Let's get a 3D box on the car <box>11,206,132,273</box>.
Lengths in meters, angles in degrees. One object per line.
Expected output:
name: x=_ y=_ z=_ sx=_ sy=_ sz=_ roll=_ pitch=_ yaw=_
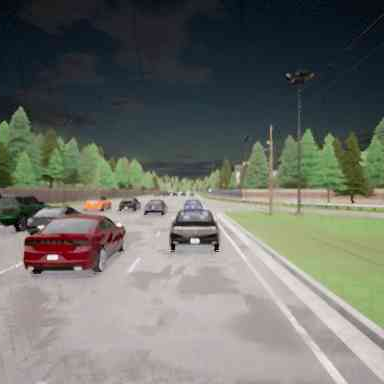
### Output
car: x=-3.399 y=1.437 z=10.578 sx=1.882 sy=1.535 sz=5.008 roll=0 pitch=0 yaw=0

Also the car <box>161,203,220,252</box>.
car: x=0.102 y=1.439 z=13.715 sx=2.128 sy=1.511 sz=4.902 roll=0 pitch=0 yaw=0

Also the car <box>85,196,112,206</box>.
car: x=-10.395 y=1.212 z=37.010 sx=2.097 sy=1.767 sz=4.553 roll=0 pitch=0 yaw=0

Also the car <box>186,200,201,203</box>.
car: x=0.104 y=1.427 z=31.895 sx=2.033 sy=1.411 sz=5.357 roll=0 pitch=0 yaw=0

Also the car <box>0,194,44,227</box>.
car: x=-10.397 y=1.146 z=19.891 sx=2.150 sy=2.045 sz=5.566 roll=0 pitch=0 yaw=0

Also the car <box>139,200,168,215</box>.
car: x=-3.396 y=1.427 z=31.814 sx=2.033 sy=1.411 sz=5.357 roll=0 pitch=0 yaw=0

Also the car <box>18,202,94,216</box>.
car: x=-6.911 y=1.460 z=17.467 sx=1.812 sy=1.442 sz=4.674 roll=0 pitch=0 yaw=0

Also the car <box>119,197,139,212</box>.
car: x=-6.896 y=1.364 z=37.333 sx=1.837 sy=1.490 sz=4.892 roll=0 pitch=0 yaw=0
